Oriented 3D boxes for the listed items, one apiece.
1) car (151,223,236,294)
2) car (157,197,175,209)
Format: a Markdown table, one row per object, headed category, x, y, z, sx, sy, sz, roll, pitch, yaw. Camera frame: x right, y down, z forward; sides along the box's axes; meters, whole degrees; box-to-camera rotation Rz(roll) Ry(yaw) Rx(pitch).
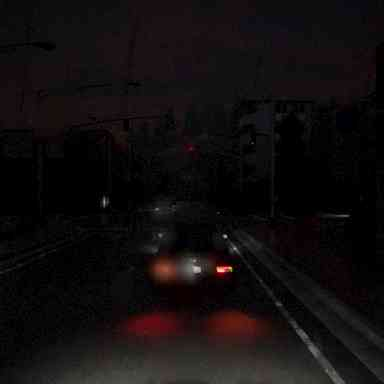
| category | x | y | z | sx | sy | sz | roll | pitch | yaw |
| --- | --- | --- | --- | --- | --- | --- | --- | --- | --- |
| car | 0.039 | 1.547 | 8.939 | 2.033 | 1.411 | 5.357 | 0 | 0 | 0 |
| car | -3.708 | 1.526 | 46.051 | 1.812 | 1.442 | 4.674 | 0 | 0 | 0 |
